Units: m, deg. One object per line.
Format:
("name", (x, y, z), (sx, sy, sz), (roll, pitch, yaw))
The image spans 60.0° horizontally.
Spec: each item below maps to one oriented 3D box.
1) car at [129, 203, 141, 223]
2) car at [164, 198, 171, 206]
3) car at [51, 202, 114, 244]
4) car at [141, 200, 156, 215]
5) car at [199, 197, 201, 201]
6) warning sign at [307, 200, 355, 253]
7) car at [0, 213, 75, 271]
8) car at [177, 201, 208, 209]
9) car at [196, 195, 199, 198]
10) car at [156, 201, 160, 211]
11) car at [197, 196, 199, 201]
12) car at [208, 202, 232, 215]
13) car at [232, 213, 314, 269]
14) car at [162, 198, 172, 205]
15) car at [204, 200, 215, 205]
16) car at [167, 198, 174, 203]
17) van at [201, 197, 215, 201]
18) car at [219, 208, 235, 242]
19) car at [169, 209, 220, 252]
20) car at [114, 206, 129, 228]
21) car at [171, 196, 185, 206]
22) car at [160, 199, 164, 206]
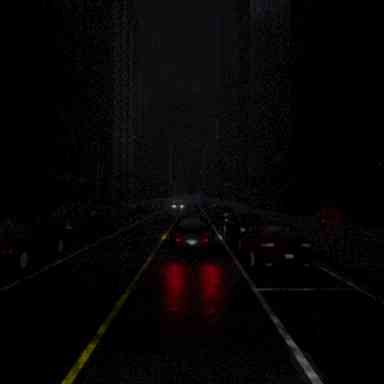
("car", (-5.835, 1.836, 28.271), (1.947, 1.339, 4.313), (1, -1, 0))
("car", (-5.811, 2.161, 67.642), (1.887, 1.381, 4.507), (1, 0, 0))
("car", (-5.838, 1.479, 17.026), (2.192, 1.841, 5.009), (1, -1, 0))
("car", (-5.828, 1.918, 39.521), (1.887, 1.381, 4.507), (1, -1, 0))
("car", (2.709, 1.962, 56.393), (1.967, 1.590, 4.097), (1, 0, 0))
("warning sign", (5.065, 1.234, 12.242), (1.300, 1.860, 1.060), (-1, -1, 0))
("car", (-5.844, 1.656, 11.400), (1.887, 1.381, 4.507), (1, -1, 0))
("car", (0.017, 1.824, 29.006), (2.033, 1.411, 5.357), (0, -1, 0))
("car", (2.727, 2.342, 90.139), (1.887, 1.381, 4.507), (1, 0, 0))
("car", (-5.824, 1.864, 45.146), (1.967, 1.590, 4.097), (1, -1, 0))
("car", (2.720, 2.259, 78.891), (2.008, 1.369, 4.403), (1, 0, 0))
("car", (2.691, 1.836, 28.270), (1.947, 1.339, 4.313), (1, -1, 0))
("car", (2.682, 1.655, 11.397), (1.887, 1.381, 4.507), (1, -1, 0))
("car", (-5.805, 2.259, 78.890), (2.008, 1.369, 4.403), (1, 0, 0))
("car", (2.697, 1.955, 39.519), (1.802, 1.307, 4.206), (1, -1, 0))
("car", (-5.799, 2.321, 89.969), (1.752, 1.417, 4.829), (1, 0, 0))
("van", (2.706, 1.814, 50.770), (1.690, 1.788, 3.998), (1, 0, 0))
("car", (2.684, 1.730, 17.021), (1.947, 1.339, 4.313), (1, -1, 0))
("car", (0.012, 1.665, 14.385), (1.812, 1.442, 4.674), (0, 0, 0))
("car", (-5.838, 1.783, 22.648), (1.947, 1.339, 4.313), (1, -1, 0))
("car", (-2.960, 2.122, 70.993), (1.882, 1.535, 5.008), (0, 0, 0))
("car", (-5.822, 2.018, 50.769), (1.887, 1.381, 4.507), (1, -1, 0))
